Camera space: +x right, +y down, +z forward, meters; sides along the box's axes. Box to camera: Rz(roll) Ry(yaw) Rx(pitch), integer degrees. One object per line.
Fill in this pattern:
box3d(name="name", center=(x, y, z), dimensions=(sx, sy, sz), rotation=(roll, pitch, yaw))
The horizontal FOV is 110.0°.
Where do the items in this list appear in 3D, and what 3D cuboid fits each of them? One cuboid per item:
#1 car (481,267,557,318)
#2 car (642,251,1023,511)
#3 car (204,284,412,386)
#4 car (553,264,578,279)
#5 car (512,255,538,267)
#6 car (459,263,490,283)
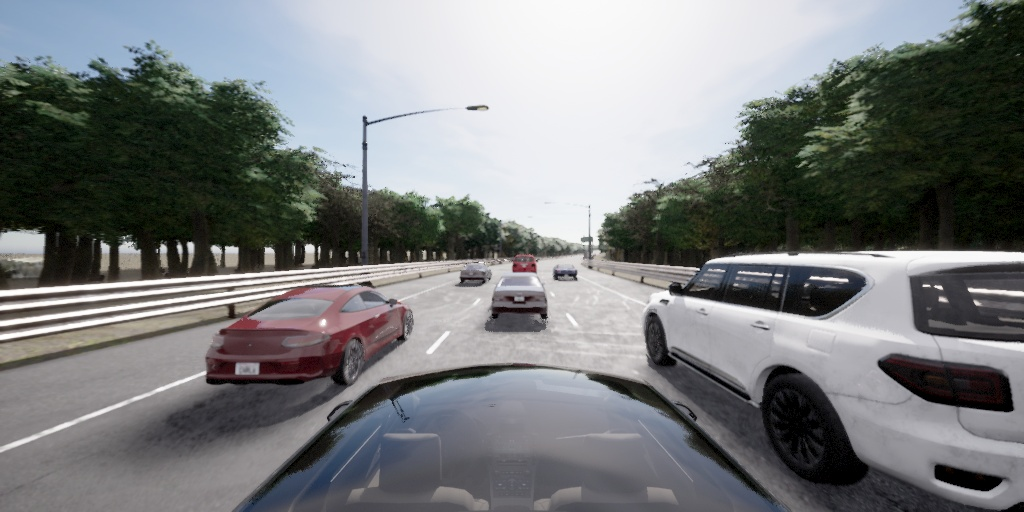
box3d(name="car", center=(0.276, 1.289, 12.937), dimensions=(2.033, 1.411, 5.357), rotation=(0, 0, 1))
box3d(name="car", center=(3.637, 0.974, 4.782), dimensions=(2.150, 2.045, 5.566), rotation=(0, 0, 1))
box3d(name="car", center=(-3.344, 1.269, 6.862), dimensions=(1.812, 1.442, 4.674), rotation=(0, 0, 1))
box3d(name="car", center=(4.651, 1.319, 31.936), dimensions=(1.895, 1.301, 4.718), rotation=(0, 0, 4))
box3d(name="car", center=(1.179, 0.934, 32.461), dimensions=(2.150, 2.045, 5.566), rotation=(0, 0, 4))
box3d(name="car", center=(-2.657, 1.264, 27.010), dimensions=(2.033, 1.411, 5.357), rotation=(0, 0, 3))
